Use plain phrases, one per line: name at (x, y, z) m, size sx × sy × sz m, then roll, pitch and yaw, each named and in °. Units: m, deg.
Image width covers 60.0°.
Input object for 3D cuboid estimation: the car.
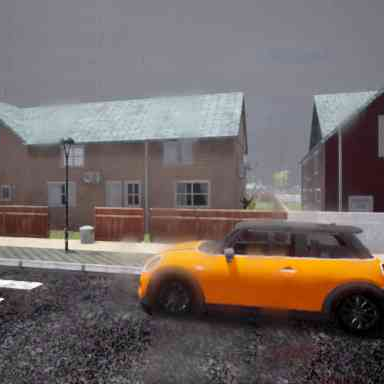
car at (1.288, 1.362, 6.550) m, size 4.553 × 1.767 × 2.097 m, roll 1°, pitch 0°, yaw 13°
